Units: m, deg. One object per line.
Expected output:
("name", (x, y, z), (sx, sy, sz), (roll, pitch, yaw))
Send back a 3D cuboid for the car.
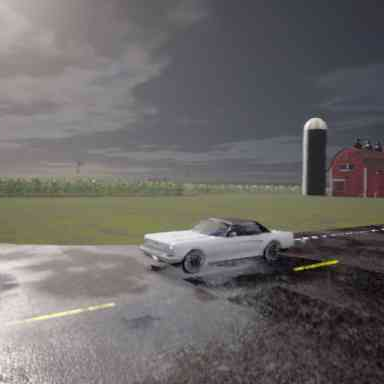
("car", (0.856, 1.467, 10.162), (4.718, 1.301, 1.895), (0, 1, -34))
